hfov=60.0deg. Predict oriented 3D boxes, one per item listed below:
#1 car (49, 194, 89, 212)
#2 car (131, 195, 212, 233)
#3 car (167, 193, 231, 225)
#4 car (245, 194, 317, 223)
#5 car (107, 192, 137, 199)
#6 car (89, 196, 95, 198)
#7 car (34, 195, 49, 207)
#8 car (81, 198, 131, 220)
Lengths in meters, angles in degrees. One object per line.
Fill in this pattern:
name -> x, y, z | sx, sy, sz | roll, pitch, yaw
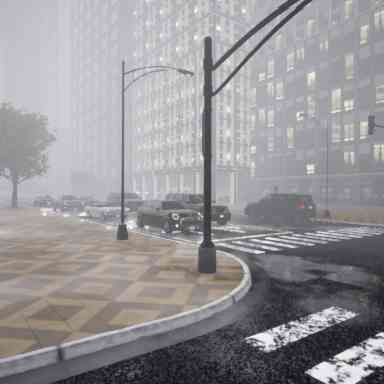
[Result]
car -> -12.543, 1.062, 33.741 | 2.097, 1.767, 4.553 | 0, 0, -37
car -> -1.304, 1.216, 18.621 | 2.097, 1.767, 4.553 | 0, 0, -37
car -> 0.136, 1.085, 22.131 | 2.150, 2.045, 5.566 | 0, 0, -37
car -> 6.489, 1.128, 24.818 | 2.150, 2.045, 5.566 | 0, 0, -37
car -> -6.042, 1.001, 30.446 | 2.150, 2.045, 5.566 | 0, 0, -37
car -> -12.150, 1.184, 38.665 | 2.128, 1.511, 4.902 | 0, 0, -37
car -> -18.548, 1.114, 41.870 | 2.128, 1.511, 4.902 | 0, 0, -36
car -> -6.672, 1.393, 25.833 | 1.895, 1.301, 4.718 | 0, 0, -37
